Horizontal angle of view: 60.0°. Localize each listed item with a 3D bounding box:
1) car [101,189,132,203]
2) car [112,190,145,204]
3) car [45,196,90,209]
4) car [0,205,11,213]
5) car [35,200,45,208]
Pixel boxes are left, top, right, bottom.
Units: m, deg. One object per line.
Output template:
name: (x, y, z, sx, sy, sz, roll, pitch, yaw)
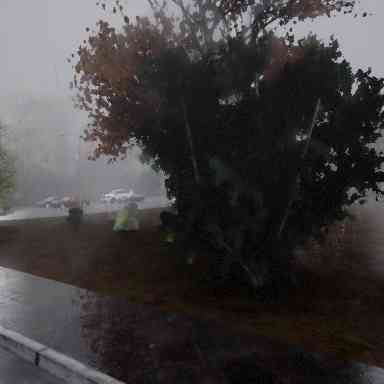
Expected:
car: (-11.723, 0.658, 52.674, 2.150, 2.045, 5.566, 0, 3, 39)
car: (-9.172, 0.964, 50.270, 1.812, 1.442, 4.674, 0, 3, 39)
car: (-15.498, 1.306, 42.403, 1.882, 1.535, 5.008, 0, 2, 39)
car: (-21.710, 1.646, 34.668, 1.895, 1.301, 4.718, 0, 1, 39)
car: (-18.355, 1.350, 44.435, 1.837, 1.490, 4.892, 0, 2, 39)
